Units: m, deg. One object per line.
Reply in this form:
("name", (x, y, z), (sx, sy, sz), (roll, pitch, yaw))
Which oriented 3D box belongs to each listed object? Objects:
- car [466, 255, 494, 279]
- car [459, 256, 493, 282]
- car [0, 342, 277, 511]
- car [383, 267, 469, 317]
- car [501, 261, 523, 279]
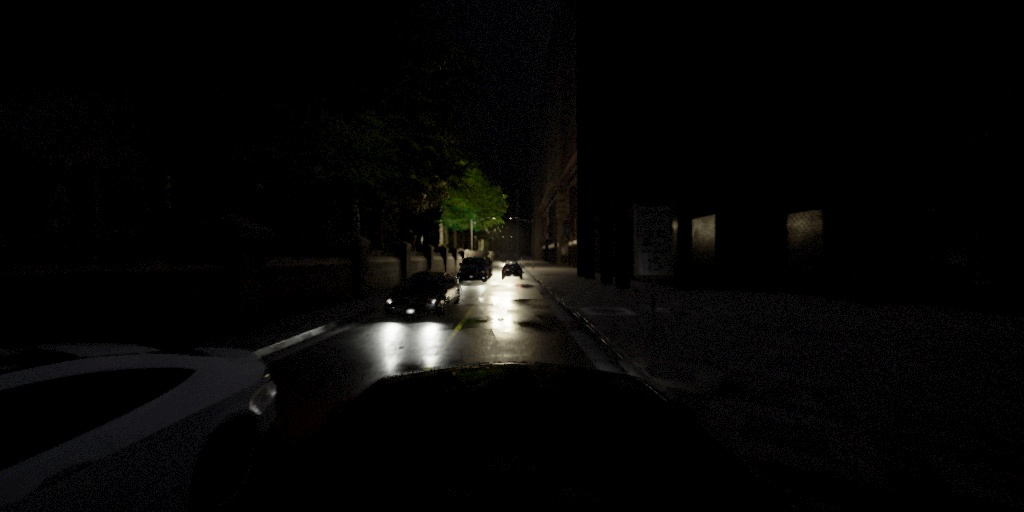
("car", (-3.012, 1.011, 34.654), (2.150, 2.045, 5.566), (0, -1, 1))
("car", (-2.990, 1.073, 29.035), (2.150, 2.045, 5.566), (0, 2, 0))
("car", (-3.100, 1.276, 1.525), (1.812, 1.442, 4.674), (0, 0, 0))
("car", (-3.093, 1.308, 13.592), (2.033, 1.411, 5.357), (0, 0, 0))
("car", (0.022, 1.373, 32.368), (1.895, 1.301, 4.718), (0, 0, 0))
